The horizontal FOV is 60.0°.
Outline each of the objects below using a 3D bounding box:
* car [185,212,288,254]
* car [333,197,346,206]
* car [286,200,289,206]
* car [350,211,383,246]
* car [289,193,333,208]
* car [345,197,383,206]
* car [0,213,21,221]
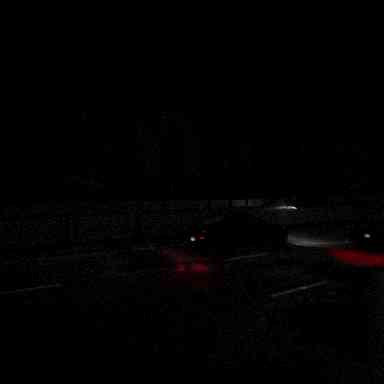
[{"bbox_3d":[1.904,1.556,13.665,4.674,1.442,1.812,0,0,-35],"label":"car"},{"bbox_3d":[20.179,1.366,43.988,4.902,1.511,2.128,-1,1,-35],"label":"car"},{"bbox_3d":[16.148,1.385,49.702,4.674,1.442,1.812,-1,1,-35],"label":"car"},{"bbox_3d":[8.775,1.528,14.247,5.008,1.535,1.882,0,0,-35],"label":"car"},{"bbox_3d":[16.309,1.113,45.537,5.566,2.045,2.150,-1,1,-35],"label":"car"},{"bbox_3d":[21.119,1.497,40.367,4.718,1.301,1.895,-1,1,-35],"label":"car"},{"bbox_3d":[-11.719,1.505,17.137,5.357,1.411,2.033,1,0,-35],"label":"car"}]
